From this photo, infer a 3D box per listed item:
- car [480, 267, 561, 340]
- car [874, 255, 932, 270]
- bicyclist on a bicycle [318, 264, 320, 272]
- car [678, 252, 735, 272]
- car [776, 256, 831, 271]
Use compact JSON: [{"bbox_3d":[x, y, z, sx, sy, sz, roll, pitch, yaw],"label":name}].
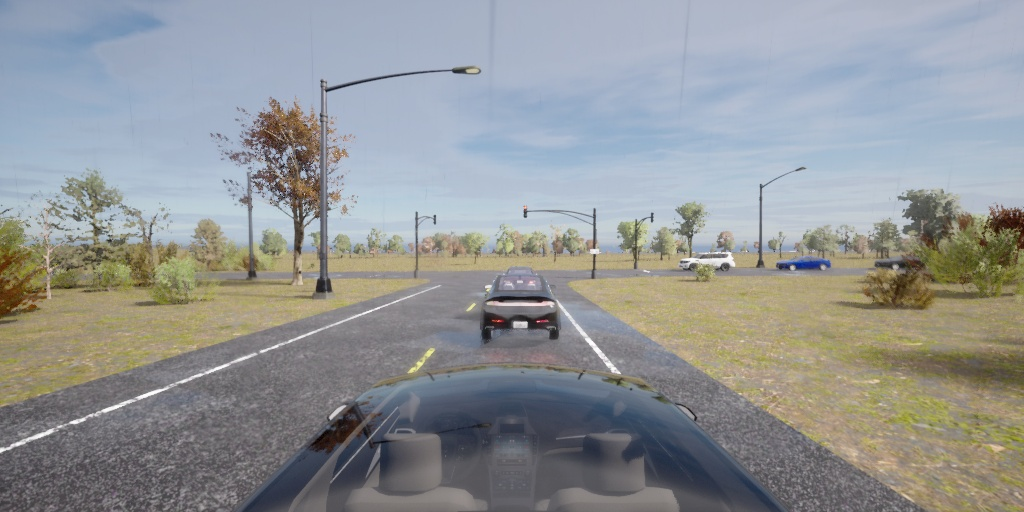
[{"bbox_3d":[0.220,1.235,9.969,2.128,1.511,4.902,0,0,1],"label":"car"},{"bbox_3d":[41.568,0.670,38.012,5.008,1.535,1.882,-1,1,5],"label":"car"},{"bbox_3d":[-25.343,1.324,47.868,0.582,1.620,1.656,-1,0,5],"label":"bicyclist on a bicycle"},{"bbox_3d":[21.548,0.628,39.791,5.566,2.045,2.150,-1,1,5],"label":"car"},{"bbox_3d":[31.545,0.774,38.908,5.008,1.535,1.882,-1,1,5],"label":"car"}]
